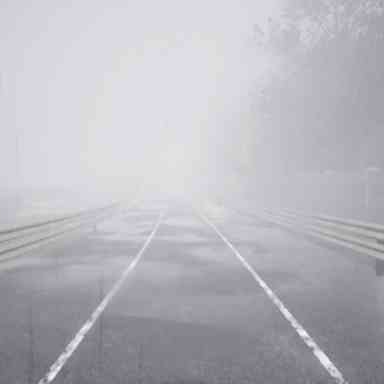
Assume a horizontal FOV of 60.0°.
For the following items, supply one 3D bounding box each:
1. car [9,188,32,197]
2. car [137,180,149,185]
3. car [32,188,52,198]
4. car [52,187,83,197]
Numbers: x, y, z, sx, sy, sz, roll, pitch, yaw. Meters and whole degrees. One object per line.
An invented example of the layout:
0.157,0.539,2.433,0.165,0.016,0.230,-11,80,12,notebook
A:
-27.246,0.184,53.980,1.837,1.490,4.892,1,4,18,car
-13.771,-2.649,93.635,1.882,1.535,5.008,1,4,19,car
-23.175,0.122,55.114,2.033,1.411,5.357,1,4,18,car
-19.851,-0.018,54.010,2.097,1.767,4.553,1,4,18,car
